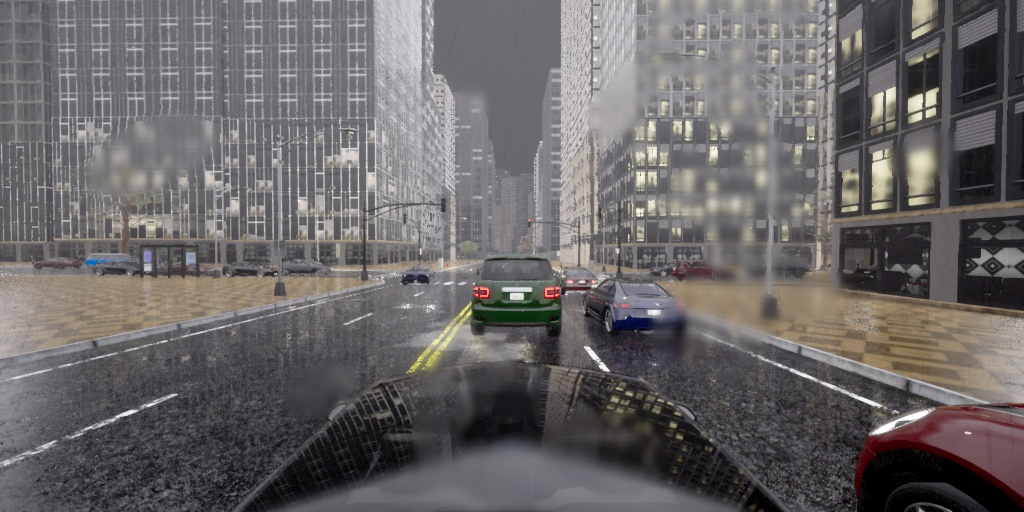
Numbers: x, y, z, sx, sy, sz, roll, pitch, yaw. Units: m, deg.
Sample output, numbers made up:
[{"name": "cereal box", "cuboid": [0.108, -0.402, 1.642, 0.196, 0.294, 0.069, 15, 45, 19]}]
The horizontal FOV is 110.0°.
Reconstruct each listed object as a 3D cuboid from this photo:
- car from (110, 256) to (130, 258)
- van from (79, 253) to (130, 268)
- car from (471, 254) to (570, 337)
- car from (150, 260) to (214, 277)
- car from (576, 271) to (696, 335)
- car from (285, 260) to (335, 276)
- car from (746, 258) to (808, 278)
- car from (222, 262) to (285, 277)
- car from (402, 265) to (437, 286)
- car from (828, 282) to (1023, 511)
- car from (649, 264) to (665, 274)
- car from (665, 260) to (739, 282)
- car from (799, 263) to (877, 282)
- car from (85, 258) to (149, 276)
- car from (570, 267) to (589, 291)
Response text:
[{"name": "car", "cuboid": [-34.731, 0.980, 34.130, 4.674, 1.442, 1.812, 0, 1, 1]}, {"name": "van", "cuboid": [-45.225, 0.605, 40.161, 3.998, 1.789, 1.690, 0, 0, 1]}, {"name": "car", "cuboid": [0.114, 0.967, 10.434, 2.150, 2.045, 5.566, 0, 0, 0]}, {"name": "car", "cuboid": [-28.368, 1.138, 31.300, 4.207, 1.307, 1.802, 0, 0, 1]}, {"name": "car", "cuboid": [3.371, 1.310, 10.528, 1.994, 1.385, 4.181, 0, 0, -1]}, {"name": "car", "cuboid": [-19.345, 1.085, 33.792, 4.902, 1.511, 2.128, 1, 1, 1]}, {"name": "car", "cuboid": [26.819, 1.176, 36.147, 5.566, 2.045, 2.150, 1, 1, 1]}, {"name": "car", "cuboid": [-22.684, 1.174, 31.158, 4.313, 1.339, 1.948, 0, 0, 1]}, {"name": "car", "cuboid": [-6.457, 1.345, 25.376, 1.895, 1.301, 4.718, 0, 0, -7]}, {"name": "car", "cuboid": [3.344, 1.103, 0.485, 2.097, 1.767, 4.553, 0, 0, 0]}, {"name": "car", "cuboid": [16.470, 1.367, 36.369, 4.892, 1.490, 1.837, 0, 1, -1]}, {"name": "car", "cuboid": [16.240, 1.269, 30.568, 5.009, 1.841, 2.192, 0, 0, 1]}, {"name": "car", "cuboid": [27.688, 1.579, 30.353, 4.829, 1.417, 1.751, 0, 0, 1]}, {"name": "car", "cuboid": [-34.048, 1.069, 31.483, 4.313, 1.339, 1.948, 0, 0, 1]}, {"name": "car", "cuboid": [3.381, 1.288, 19.771, 2.033, 1.411, 5.357, 0, 0, 0]}]
